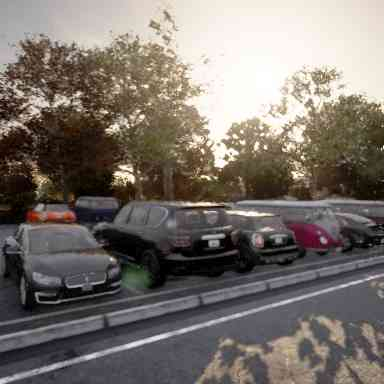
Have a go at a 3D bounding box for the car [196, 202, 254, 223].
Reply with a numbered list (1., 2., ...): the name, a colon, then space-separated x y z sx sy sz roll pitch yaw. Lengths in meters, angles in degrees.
1. car: 2.679 1.647 28.402 2.097 1.535 5.008 1 0 -36

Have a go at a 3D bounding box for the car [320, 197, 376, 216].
1. car: 18.456 1.616 39.643 2.435 2.045 5.566 1 -1 -36

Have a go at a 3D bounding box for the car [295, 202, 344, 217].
1. car: 13.906 1.836 36.425 2.002 1.452 4.674 1 0 -36

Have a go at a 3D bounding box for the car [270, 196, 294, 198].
1. car: 9.491 1.481 33.240 2.435 2.045 5.566 1 0 -36

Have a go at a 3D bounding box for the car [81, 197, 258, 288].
1. car: -1.052 1.260 9.715 2.435 2.045 5.566 1 0 -35

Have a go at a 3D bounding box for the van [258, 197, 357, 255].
1. van: 3.596 1.338 12.851 1.878 1.987 4.442 1 0 -36

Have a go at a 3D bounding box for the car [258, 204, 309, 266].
1. car: 1.263 1.411 11.291 2.185 1.767 4.553 1 0 -36

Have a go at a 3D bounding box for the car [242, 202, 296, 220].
1. car: 7.191 1.733 31.667 2.163 1.488 4.792 1 0 -36

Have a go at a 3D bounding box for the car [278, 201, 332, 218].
1. car: 11.743 1.765 34.876 2.097 1.535 5.008 1 0 -36

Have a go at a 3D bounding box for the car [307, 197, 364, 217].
1. car: 16.290 1.581 38.095 2.435 2.045 5.566 1 -1 -36

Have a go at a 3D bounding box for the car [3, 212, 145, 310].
1. car: -3.325 1.488 8.068 2.231 1.521 4.892 1 0 -35

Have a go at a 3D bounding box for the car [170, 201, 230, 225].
1. car: 0.516 1.616 26.636 1.946 1.575 5.366 1 0 -36

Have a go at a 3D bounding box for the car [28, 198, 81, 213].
1. car: -8.640 1.385 20.295 2.185 1.767 4.553 1 0 -35

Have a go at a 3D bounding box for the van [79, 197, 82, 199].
1. van: -6.460 1.310 22.029 1.878 1.987 4.442 1 0 -35

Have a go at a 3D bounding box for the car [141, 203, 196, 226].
1. car: -1.858 1.631 25.167 2.002 1.452 4.674 1 0 -35

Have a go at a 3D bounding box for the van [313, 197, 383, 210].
1. van: 8.025 1.394 16.297 1.878 1.987 4.442 1 0 -36

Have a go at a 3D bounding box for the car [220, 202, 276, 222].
1. car: 4.959 1.705 30.001 2.163 1.488 4.792 1 0 -36

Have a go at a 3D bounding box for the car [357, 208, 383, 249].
1. car: 5.813 1.593 14.568 2.231 1.521 4.892 1 0 -36
